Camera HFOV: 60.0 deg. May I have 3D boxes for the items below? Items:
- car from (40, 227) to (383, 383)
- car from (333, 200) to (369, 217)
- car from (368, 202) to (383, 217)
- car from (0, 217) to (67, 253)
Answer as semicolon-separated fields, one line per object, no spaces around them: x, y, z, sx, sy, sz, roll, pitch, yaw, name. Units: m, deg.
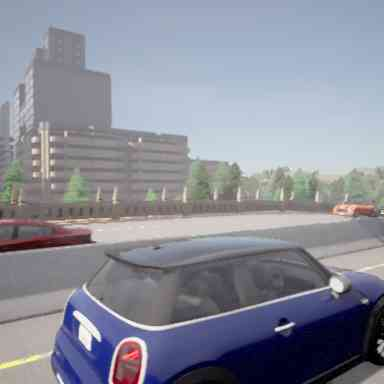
0.752;1.344;4.284;4.553;1.767;2.097;0;0;-35;car
15.832;1.524;32.461;4.553;1.767;2.097;3;-2;-35;car
18.000;1.742;29.708;4.181;1.385;1.994;3;-2;-35;car
-5.153;1.476;8.914;5.008;1.535;1.882;0;0;-35;car
